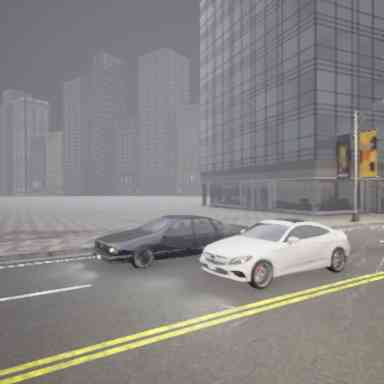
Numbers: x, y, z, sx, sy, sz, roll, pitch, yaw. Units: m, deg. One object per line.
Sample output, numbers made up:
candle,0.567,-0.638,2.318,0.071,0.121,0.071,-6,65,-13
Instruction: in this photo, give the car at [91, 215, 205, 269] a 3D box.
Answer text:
car,-0.459,1.485,11.075,5.357,1.411,2.033,0,0,-33

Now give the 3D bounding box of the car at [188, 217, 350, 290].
car,2.425,1.478,9.080,4.674,1.442,1.812,0,0,-33
